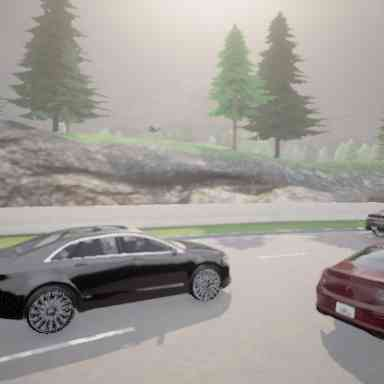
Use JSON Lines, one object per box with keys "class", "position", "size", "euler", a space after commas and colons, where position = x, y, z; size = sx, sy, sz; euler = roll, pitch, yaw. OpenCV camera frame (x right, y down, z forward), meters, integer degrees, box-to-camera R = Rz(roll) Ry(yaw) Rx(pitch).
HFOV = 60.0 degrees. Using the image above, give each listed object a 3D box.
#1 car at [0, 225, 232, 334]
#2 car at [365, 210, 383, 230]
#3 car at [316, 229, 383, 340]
{"class": "car", "position": [-1.431, 1.419, 6.565], "size": [4.902, 1.511, 2.128], "euler": [0, 0, -32]}
{"class": "car", "position": [10.491, 1.412, 15.414], "size": [4.902, 1.511, 2.128], "euler": [0, 0, -14]}
{"class": "car", "position": [4.223, 1.496, 5.685], "size": [4.674, 1.442, 1.812], "euler": [0, 0, -26]}
